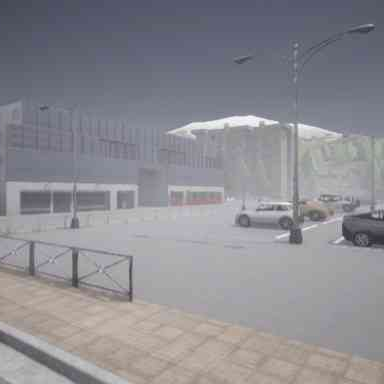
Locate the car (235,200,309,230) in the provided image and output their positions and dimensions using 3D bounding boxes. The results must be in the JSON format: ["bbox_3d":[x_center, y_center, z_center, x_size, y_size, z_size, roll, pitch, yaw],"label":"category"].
[{"bbox_3d":[4.551,1.382,19.743,3.806,1.475,1.970,0,0,35],"label":"car"}]

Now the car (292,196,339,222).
[{"bbox_3d":[7.999,1.304,25.165,5.027,1.636,2.152,0,0,35],"label":"car"}]

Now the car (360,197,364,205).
[{"bbox_3d":[16.745,1.250,38.210,4.605,1.855,1.932,0,0,35],"label":"car"}]

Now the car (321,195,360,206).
[{"bbox_3d":[15.401,1.229,35.602,3.866,1.878,1.905,0,0,35],"label":"car"}]

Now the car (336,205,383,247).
[{"bbox_3d":[8.182,1.446,12.678,4.514,1.523,2.007,0,0,35],"label":"car"}]

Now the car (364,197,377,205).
[{"bbox_3d":[27.608,1.528,53.289,3.633,1.501,1.845,0,0,35],"label":"car"}]
